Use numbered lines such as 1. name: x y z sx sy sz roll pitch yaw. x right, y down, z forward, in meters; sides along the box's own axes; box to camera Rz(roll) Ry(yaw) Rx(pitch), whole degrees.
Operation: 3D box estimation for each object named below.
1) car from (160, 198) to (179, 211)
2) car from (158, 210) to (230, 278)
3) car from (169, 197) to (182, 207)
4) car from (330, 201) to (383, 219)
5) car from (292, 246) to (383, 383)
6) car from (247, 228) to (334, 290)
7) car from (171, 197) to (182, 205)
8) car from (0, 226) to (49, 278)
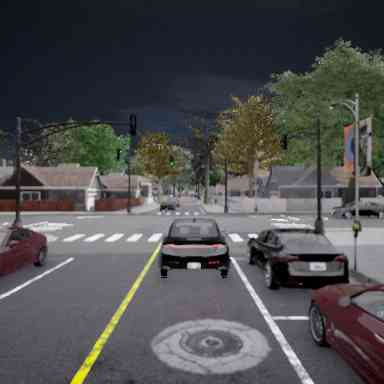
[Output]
1. car: -3.098 1.819 43.539 1.895 1.301 4.718 0 0 1
2. car: 0.074 1.541 10.341 2.128 1.511 4.902 0 0 1
3. car: -3.089 1.627 53.511 2.097 1.767 4.553 0 0 0
4. car: 14.551 1.529 28.764 4.902 1.511 2.128 0 0 -2
5. car: 2.639 1.599 3.527 1.802 1.307 4.206 0 0 0
6. car: 2.643 1.608 9.045 1.947 1.339 4.313 0 0 0
7. car: -3.049 1.825 66.079 1.882 1.535 5.008 0 0 0
8. car: -5.382 1.624 9.050 1.802 1.307 4.206 0 0 0
